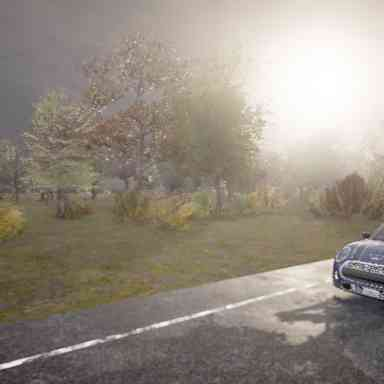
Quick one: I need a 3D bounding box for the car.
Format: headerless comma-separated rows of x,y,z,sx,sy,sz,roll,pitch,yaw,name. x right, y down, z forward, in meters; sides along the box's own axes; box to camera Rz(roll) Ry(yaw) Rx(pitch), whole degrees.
5.331,1.381,7.829,4.553,1.767,2.097,0,0,-36,car
